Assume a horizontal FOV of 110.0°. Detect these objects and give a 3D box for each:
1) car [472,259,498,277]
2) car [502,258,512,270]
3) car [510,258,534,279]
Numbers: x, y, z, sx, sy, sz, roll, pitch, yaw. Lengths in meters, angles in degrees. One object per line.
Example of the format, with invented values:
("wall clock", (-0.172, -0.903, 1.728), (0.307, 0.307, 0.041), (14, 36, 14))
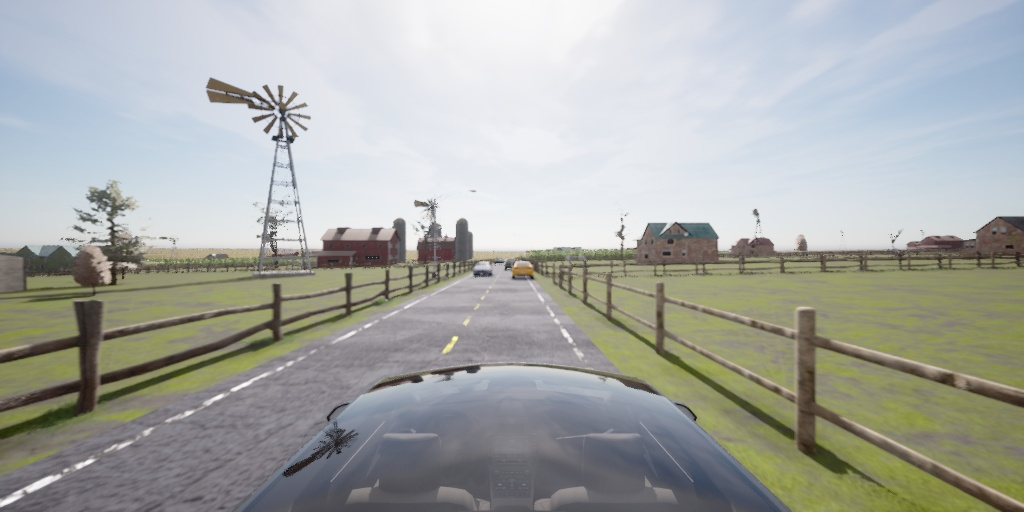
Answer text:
("car", (-2.849, 1.298, 36.313), (2.033, 1.411, 5.357), (0, 0, 0))
("car", (0.001, 1.110, 52.187), (2.097, 1.767, 4.553), (0, 0, 0))
("car", (0.958, 1.227, 32.822), (1.882, 1.535, 5.008), (0, 0, 0))
